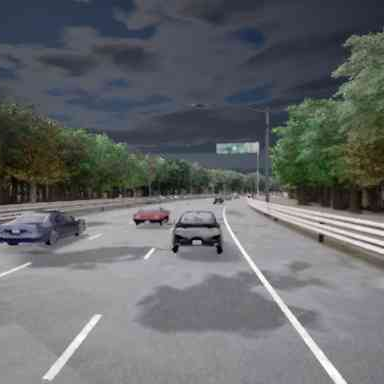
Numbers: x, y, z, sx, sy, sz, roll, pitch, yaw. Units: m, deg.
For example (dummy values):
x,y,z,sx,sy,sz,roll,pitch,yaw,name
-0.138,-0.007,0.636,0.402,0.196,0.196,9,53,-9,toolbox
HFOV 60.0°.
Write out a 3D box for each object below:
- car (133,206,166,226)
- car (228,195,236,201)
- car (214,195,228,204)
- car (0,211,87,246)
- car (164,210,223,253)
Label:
x,y,z,sx,sy,sz,roll,pitch,yaw,name
-2.701,1.624,23.405,1.895,1.301,4.718,0,0,3,car
9.790,1.590,88.625,2.128,1.511,4.902,0,0,12,car
5.441,1.564,65.554,1.837,1.490,4.892,0,0,9,car
-6.614,1.555,15.227,2.033,1.411,5.357,0,0,2,car
0.264,1.514,13.817,2.128,1.511,4.902,0,0,2,car
